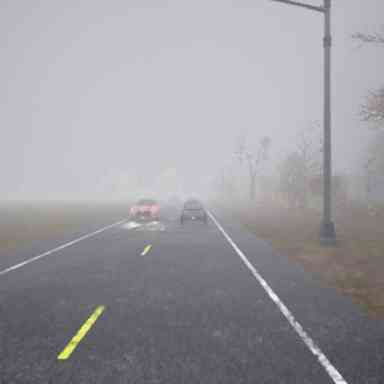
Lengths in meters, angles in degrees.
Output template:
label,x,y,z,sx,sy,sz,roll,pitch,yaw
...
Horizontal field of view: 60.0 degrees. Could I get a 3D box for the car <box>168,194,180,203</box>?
label,x,y,z,sx,sy,sz,roll,pitch,yaw
car,-3.519,1.182,65.779,2.097,1.767,4.553,0,0,0

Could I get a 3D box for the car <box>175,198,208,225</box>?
label,x,y,z,sx,sy,sz,roll,pitch,yaw
car,0.096,1.447,23.682,2.128,1.511,4.902,0,0,0

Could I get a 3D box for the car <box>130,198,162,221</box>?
label,x,y,z,sx,sy,sz,roll,pitch,yaw
car,-3.601,1.301,26.659,2.097,1.767,4.553,0,0,0
